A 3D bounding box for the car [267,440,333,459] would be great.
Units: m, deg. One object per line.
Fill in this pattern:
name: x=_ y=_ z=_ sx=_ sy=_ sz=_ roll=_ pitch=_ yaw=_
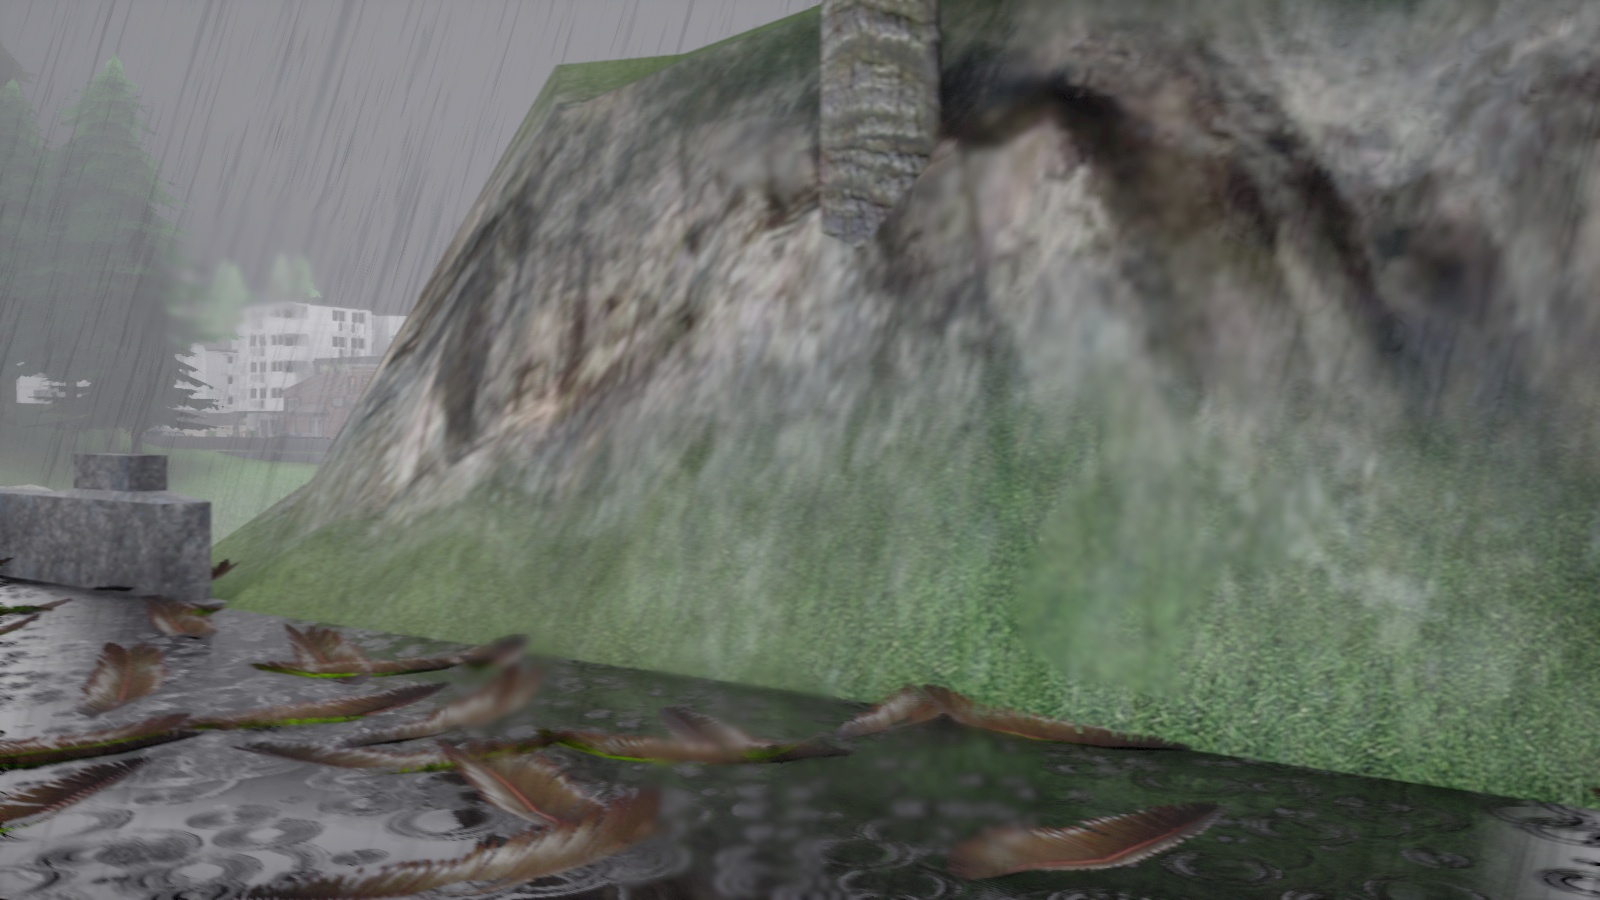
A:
car: x=-34.548 y=-0.038 z=86.681 sx=4.718 sy=1.301 sz=1.895 roll=0 pitch=1 yaw=34
